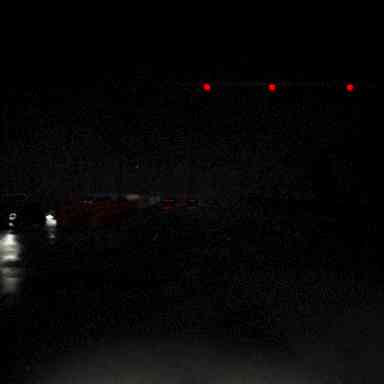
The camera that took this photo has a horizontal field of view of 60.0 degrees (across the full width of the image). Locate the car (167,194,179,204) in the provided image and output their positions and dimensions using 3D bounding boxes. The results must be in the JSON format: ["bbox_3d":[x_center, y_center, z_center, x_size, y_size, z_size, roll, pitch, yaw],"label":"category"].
[{"bbox_3d":[-3.507,1.288,62.298,2.097,1.767,4.553,0,0,0],"label":"car"}]

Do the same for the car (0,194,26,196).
[{"bbox_3d":[-17.582,1.190,31.516,2.150,2.045,5.566,0,0,1],"label":"car"}]

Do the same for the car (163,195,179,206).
[{"bbox_3d":[-3.506,1.452,51.908,1.837,1.490,4.892,0,0,0],"label":"car"}]

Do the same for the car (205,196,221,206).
[{"bbox_3d":[3.494,1.494,51.909,2.033,1.411,5.357,0,0,0],"label":"car"}]

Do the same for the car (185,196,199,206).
[{"bbox_3d":[-0.006,1.452,51.909,1.837,1.490,4.892,0,0,0],"label":"car"}]

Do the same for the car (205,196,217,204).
[{"bbox_3d":[3.493,1.483,62.329,2.033,1.411,5.357,0,0,0],"label":"car"}]

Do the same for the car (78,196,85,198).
[{"bbox_3d":[-14.063,1.308,43.485,2.097,1.767,4.553,0,0,0],"label":"car"}]

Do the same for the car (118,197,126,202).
[{"bbox_3d":[-10.539,1.453,49.280,1.837,1.490,4.892,0,0,0],"label":"car"}]

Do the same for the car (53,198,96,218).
[{"bbox_3d":[-10.595,1.517,29.536,2.033,1.411,5.357,0,0,0],"label":"car"}]

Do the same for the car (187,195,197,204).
[{"bbox_3d":[-0.007,1.414,62.329,1.882,1.535,5.008,0,0,0],"label":"car"}]

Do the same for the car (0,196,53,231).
[{"bbox_3d":[-10.593,1.332,20.064,2.097,1.767,4.553,0,0,0],"label":"car"}]

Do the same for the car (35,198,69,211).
[{"bbox_3d":[-17.568,1.505,42.177,2.033,1.411,5.357,0,0,0],"label":"car"}]

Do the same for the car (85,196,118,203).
[{"bbox_3d":[-10.584,1.312,39.345,2.097,1.767,4.553,0,0,0],"label":"car"}]
